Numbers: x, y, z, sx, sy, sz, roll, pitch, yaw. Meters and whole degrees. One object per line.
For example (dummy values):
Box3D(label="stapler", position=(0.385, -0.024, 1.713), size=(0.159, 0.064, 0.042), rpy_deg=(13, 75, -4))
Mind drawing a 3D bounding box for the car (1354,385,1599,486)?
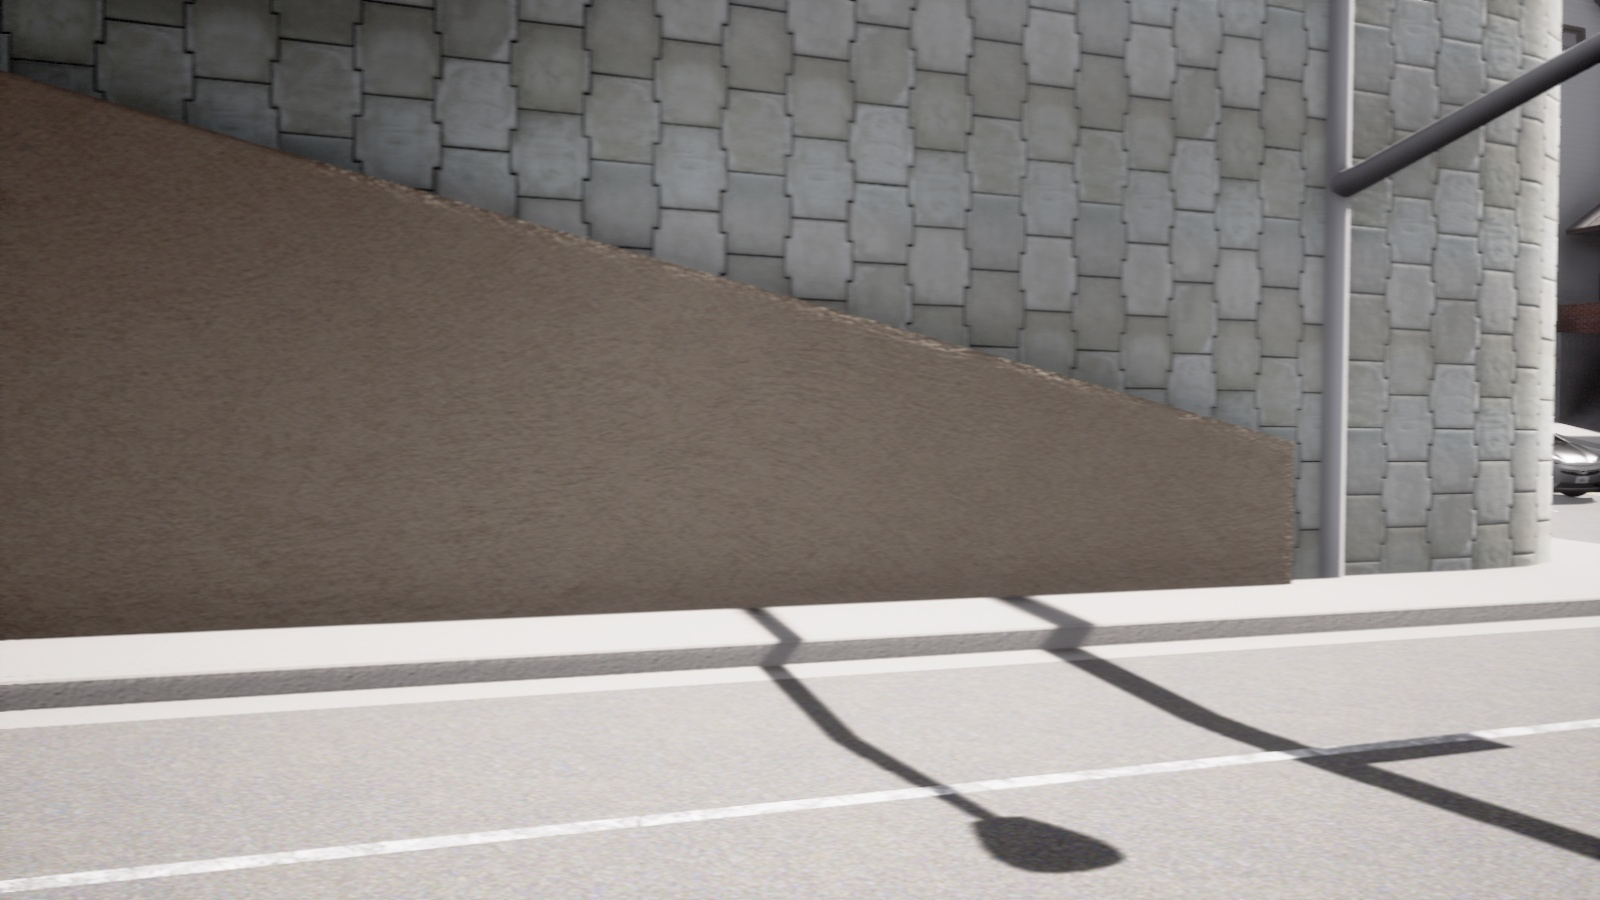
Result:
Box3D(label="car", position=(13.773, -0.380, 25.433), size=(2.007, 1.525, 4.514), rpy_deg=(-1, 7, -20))
